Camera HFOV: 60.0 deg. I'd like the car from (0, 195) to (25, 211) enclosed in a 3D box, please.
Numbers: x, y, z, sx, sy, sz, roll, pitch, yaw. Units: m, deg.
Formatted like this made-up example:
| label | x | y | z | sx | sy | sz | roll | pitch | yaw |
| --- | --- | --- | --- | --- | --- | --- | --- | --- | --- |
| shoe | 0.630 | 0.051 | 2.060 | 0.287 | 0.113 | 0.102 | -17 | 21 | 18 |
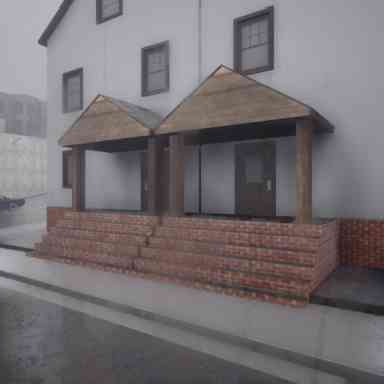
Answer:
| label | x | y | z | sx | sy | sz | roll | pitch | yaw |
| --- | --- | --- | --- | --- | --- | --- | --- | --- | --- |
| car | -15.508 | 1.012 | 25.414 | 1.895 | 1.301 | 4.718 | 0 | 6 | 35 |
